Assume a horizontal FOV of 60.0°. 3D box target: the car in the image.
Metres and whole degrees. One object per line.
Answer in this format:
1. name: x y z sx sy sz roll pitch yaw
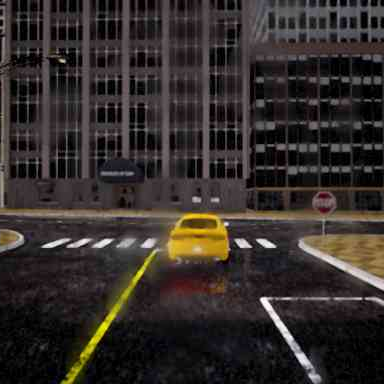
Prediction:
1. car: 0.332 1.557 12.227 1.882 1.535 5.008 0 0 4
